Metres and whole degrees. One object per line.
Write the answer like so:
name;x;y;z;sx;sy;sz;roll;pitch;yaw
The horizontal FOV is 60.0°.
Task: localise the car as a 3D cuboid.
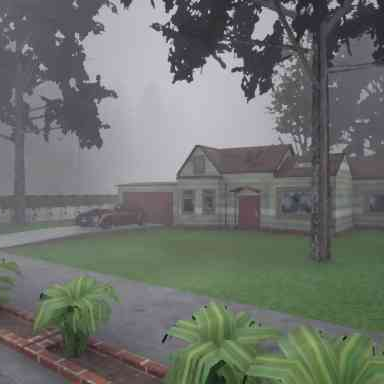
car;-4.437;1.300;18.827;1.994;1.381;4.181;0;0;36
